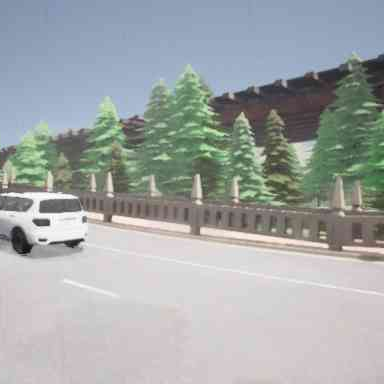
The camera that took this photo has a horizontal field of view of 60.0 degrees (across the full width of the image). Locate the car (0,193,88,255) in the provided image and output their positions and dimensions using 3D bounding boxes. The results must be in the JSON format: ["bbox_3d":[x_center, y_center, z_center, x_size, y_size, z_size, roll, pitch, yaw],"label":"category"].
[{"bbox_3d":[-6.340,1.018,12.751,5.566,2.045,2.150,3,2,36],"label":"car"}]
